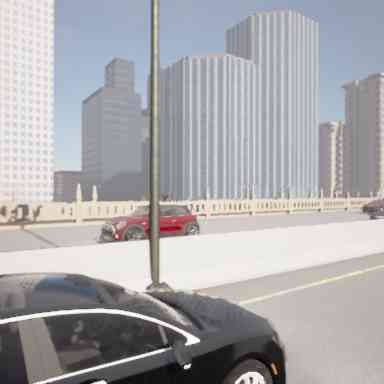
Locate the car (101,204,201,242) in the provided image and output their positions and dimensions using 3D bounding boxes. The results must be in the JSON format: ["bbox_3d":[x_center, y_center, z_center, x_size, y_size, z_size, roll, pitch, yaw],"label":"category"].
[{"bbox_3d":[-1.861,1.367,15.563,4.553,1.767,2.097,0,0,-35],"label":"car"}]

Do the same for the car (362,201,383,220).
[{"bbox_3d":[13.883,1.544,22.482,4.902,1.511,2.128,0,0,-35],"label":"car"}]

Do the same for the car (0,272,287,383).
[{"bbox_3d":[-1.225,1.506,2.874,4.892,1.490,1.837,0,0,-36],"label":"car"}]
